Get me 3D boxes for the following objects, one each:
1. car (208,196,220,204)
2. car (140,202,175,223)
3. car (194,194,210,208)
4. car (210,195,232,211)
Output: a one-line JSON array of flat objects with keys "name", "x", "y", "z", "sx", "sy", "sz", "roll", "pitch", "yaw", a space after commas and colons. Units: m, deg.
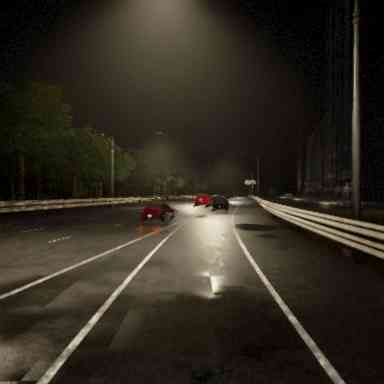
[{"name": "car", "x": 4.631, "y": 1.664, "z": 69.276, "sx": 1.837, "sy": 1.490, "sz": 4.892, "roll": 1, "pitch": 0, "yaw": 9}, {"name": "car", "x": -2.623, "y": 1.534, "z": 25.871, "sx": 1.812, "sy": 1.442, "sz": 4.674, "roll": 0, "pitch": 0, "yaw": 10}, {"name": "car", "x": 1.687, "y": 1.319, "z": 51.553, "sx": 2.150, "sy": 2.045, "sz": 5.566, "roll": 1, "pitch": 0, "yaw": 9}, {"name": "car", "x": 3.778, "y": 1.581, "z": 42.585, "sx": 1.882, "sy": 1.535, "sz": 5.008, "roll": 0, "pitch": 0, "yaw": 9}]
